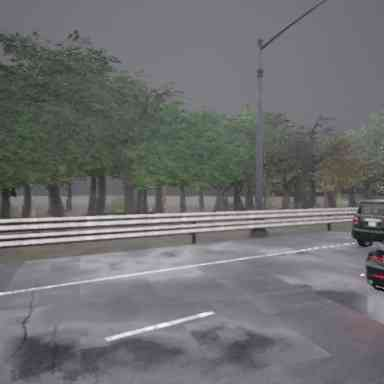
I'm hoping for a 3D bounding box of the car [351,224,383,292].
[{"bbox_3d":[6.059,1.579,7.896,4.892,1.490,1.837,1,0,-34],"label":"car"}]

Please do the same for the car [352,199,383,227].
[{"bbox_3d":[9.108,1.342,14.160,5.566,2.045,2.150,1,0,-34],"label":"car"}]
